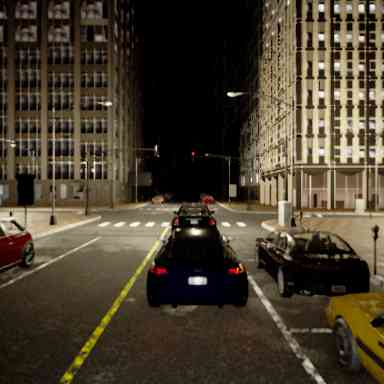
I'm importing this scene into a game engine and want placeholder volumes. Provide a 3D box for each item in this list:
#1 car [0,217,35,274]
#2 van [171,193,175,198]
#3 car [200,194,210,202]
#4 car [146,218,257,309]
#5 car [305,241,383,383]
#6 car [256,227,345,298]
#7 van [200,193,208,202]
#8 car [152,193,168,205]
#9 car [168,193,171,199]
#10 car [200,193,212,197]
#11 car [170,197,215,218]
[{"bbox_3d":[-5.690,1.430,8.284,1.967,1.590,4.097,0,0,0],"label":"car"},{"bbox_3d":[-5.700,1.148,80.288,1.690,1.788,3.998,0,0,0],"label":"van"},{"bbox_3d":[2.682,1.287,68.915,1.967,1.590,4.097,0,0,0],"label":"car"},{"bbox_3d":[0.101,1.554,7.944,1.994,1.385,4.181,0,0,0],"label":"car"},{"bbox_3d":[2.691,1.522,2.789,1.752,1.417,4.829,0,0,0],"label":"car"},{"bbox_3d":[2.690,1.540,8.287,2.008,1.369,4.403,0,0,0],"label":"car"},{"bbox_3d":[2.681,1.169,74.600,1.690,1.788,3.998,0,0,0],"label":"van"},{"bbox_3d":[-5.792,1.325,57.547,1.967,1.590,4.097,0,0,0],"label":"car"},{"bbox_3d":[-5.727,1.181,63.232,2.192,1.841,5.009,0,0,0],"label":"car"},{"bbox_3d":[2.779,1.325,57.548,1.967,1.590,4.097,0,0,0],"label":"car"},{"bbox_3d":[0.096,1.328,16.577,2.097,1.767,4.553,0,0,0],"label":"car"}]
